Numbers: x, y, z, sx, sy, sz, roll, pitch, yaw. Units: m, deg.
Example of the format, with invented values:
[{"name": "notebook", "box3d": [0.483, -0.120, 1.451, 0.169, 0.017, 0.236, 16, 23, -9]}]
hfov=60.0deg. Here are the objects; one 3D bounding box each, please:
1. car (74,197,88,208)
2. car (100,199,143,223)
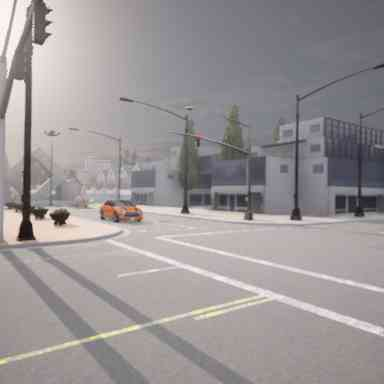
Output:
[{"name": "car", "box3d": [-17.049, 1.567, 50.915, 1.882, 1.535, 5.008, 1, -2, -21]}, {"name": "car", "box3d": [-5.674, 1.407, 26.558, 2.097, 1.767, 4.553, 1, -1, -35]}]
